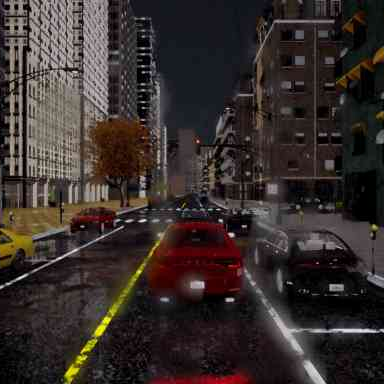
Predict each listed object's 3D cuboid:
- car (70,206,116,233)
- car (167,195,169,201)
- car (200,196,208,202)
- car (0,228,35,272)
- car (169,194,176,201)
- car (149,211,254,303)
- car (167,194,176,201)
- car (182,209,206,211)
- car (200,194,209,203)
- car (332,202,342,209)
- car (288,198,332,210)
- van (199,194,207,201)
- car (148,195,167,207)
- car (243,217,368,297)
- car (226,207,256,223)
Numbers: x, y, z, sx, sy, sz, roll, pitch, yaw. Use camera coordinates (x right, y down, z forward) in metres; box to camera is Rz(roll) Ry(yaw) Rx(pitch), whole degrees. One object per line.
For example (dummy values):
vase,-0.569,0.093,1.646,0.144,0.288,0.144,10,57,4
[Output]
car,-5.667,1.549,19.466,1.887,1.381,4.507,0,0,0
car,-5.619,1.607,57.377,1.947,1.339,4.313,0,0,0
car,2.789,1.599,79.627,1.752,1.417,4.829,0,0,0
car,-5.681,1.526,8.230,1.752,1.417,4.829,0,0,0
car,-5.585,1.649,84.992,1.947,1.339,4.313,0,0,0
car,0.102,1.478,8.294,1.882,1.535,5.008,0,0,0
car,-5.578,1.410,90.514,2.192,1.841,5.009,0,0,0
car,0.110,1.605,18.385,1.895,1.301,4.718,0,0,0
car,2.782,1.630,73.934,1.947,1.339,4.313,0,0,0
car,18.871,1.259,38.895,4.829,1.417,1.752,-1,1,0
car,13.475,1.359,38.848,4.403,1.369,2.008,-1,1,0
van,2.796,1.425,84.981,1.690,1.788,3.998,0,0,0
car,-5.627,1.349,51.854,2.192,1.841,5.009,0,0,0
car,2.700,1.552,8.389,2.008,1.369,4.403,0,0,0
car,2.713,1.555,19.455,2.008,1.369,4.403,0,0,0
